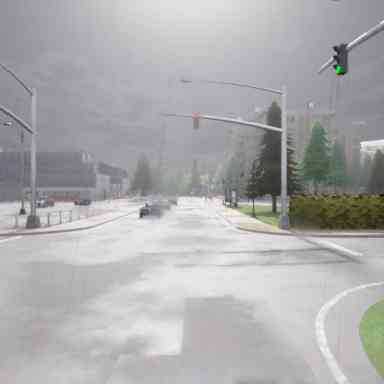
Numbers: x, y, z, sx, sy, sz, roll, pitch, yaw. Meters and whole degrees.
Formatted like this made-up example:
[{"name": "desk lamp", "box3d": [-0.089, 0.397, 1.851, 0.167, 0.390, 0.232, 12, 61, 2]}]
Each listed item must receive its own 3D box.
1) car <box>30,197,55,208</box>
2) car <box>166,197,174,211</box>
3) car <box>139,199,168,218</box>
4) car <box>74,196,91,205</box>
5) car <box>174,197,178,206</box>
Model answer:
[{"name": "car", "box3d": [-20.481, 1.384, 45.651, 1.970, 1.475, 3.806, 0, 0, 0]}, {"name": "car", "box3d": [-3.570, 1.564, 40.546, 1.994, 1.385, 4.181, 0, 0, 0]}, {"name": "car", "box3d": [-3.581, 1.601, 30.276, 1.895, 1.301, 4.718, 0, 0, 0]}, {"name": "car", "box3d": [-17.424, 1.373, 53.040, 1.845, 1.501, 3.633, 0, 0, 0]}, {"name": "car", "box3d": [-3.466, 1.512, 56.323, 1.882, 1.535, 5.008, 0, 0, 0]}]
